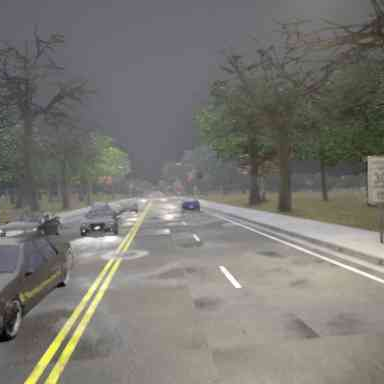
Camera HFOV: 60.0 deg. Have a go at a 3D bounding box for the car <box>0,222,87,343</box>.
[{"bbox_3d":[-3.885,1.686,6.854,2.033,1.411,5.357,-3,0,-5],"label":"car"}]

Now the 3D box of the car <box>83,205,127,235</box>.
[{"bbox_3d":[-5.193,1.713,19.528,1.994,1.385,4.181,-3,0,-6],"label":"car"}]

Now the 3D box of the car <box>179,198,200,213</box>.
[{"bbox_3d":[-0.297,1.372,36.307,1.882,1.535,5.008,-2,0,-6],"label":"car"}]

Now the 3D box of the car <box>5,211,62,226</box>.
[{"bbox_3d":[-8.242,1.780,17.385,2.128,1.511,4.902,-3,0,-6],"label":"car"}]

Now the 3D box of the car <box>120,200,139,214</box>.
[{"bbox_3d":[-6.951,1.687,37.172,1.812,1.442,4.674,-3,0,-5],"label":"car"}]

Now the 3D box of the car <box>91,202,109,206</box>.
[{"bbox_3d":[-10.231,1.829,37.372,1.812,1.442,4.674,-3,0,-5],"label":"car"}]
